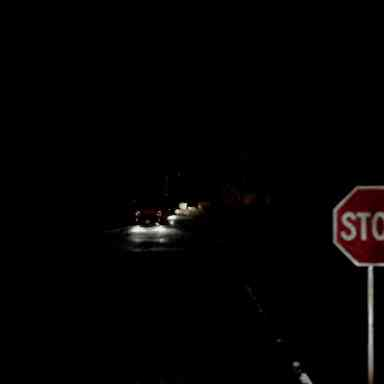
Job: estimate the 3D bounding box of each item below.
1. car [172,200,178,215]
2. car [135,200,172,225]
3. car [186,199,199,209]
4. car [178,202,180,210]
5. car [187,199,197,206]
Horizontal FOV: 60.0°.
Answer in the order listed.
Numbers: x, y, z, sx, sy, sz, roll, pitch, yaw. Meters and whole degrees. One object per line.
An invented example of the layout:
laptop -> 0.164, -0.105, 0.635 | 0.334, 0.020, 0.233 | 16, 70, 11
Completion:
car -> -2.897, 1.837, 37.865 | 1.837, 1.490, 4.892 | 0, -1, 0
car -> -3.067, 1.579, 26.077 | 2.097, 1.767, 4.553 | 0, 0, 3
car -> 0.027, 1.986, 54.815 | 1.837, 1.490, 4.892 | 0, -1, 0
car -> -2.904, 1.924, 50.872 | 1.882, 1.535, 5.008 | 0, -1, 0
car -> -0.040, 2.184, 70.555 | 1.994, 1.385, 4.181 | 0, -1, 0
